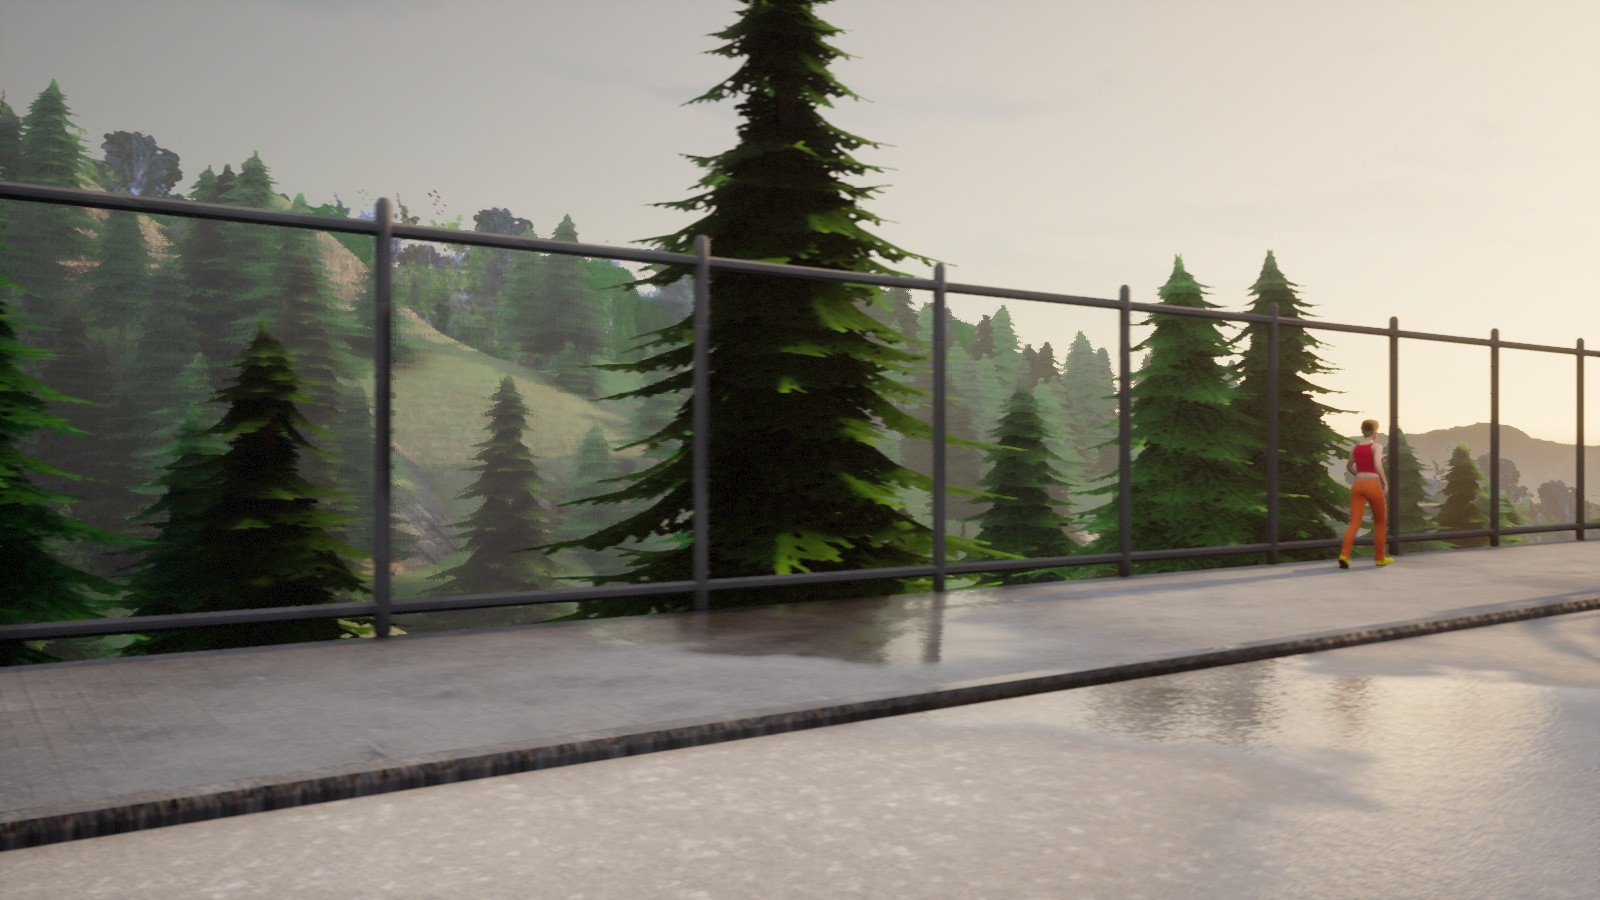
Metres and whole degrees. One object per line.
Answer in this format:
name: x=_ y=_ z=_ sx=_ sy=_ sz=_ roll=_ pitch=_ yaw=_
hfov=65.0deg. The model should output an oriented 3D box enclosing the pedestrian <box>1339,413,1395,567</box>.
pedestrian: x=6.891 y=0.478 z=15.262 sx=0.594 sy=1.836 sz=0.345 roll=0 pitch=0 yaw=-32
